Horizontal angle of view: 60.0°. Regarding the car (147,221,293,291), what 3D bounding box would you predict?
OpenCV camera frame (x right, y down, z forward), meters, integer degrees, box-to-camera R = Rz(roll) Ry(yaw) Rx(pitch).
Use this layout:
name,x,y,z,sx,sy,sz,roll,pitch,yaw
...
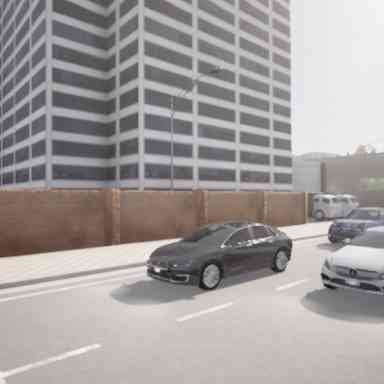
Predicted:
name,x,y,z,sx,sy,sz,roll,pitch,yaw
car,1.008,1.640,9.591,4.892,1.490,1.837,0,-1,-41

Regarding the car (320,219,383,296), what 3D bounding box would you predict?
name,x,y,z,sx,sy,sz,roll,pitch,yaw
car,5.110,1.624,8.475,4.674,1.442,1.812,0,-1,-41

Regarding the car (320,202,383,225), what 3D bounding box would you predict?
name,x,y,z,sx,sy,sz,roll,pitch,yaw
car,8.431,1.539,15.956,4.553,1.767,2.097,0,-1,-41
